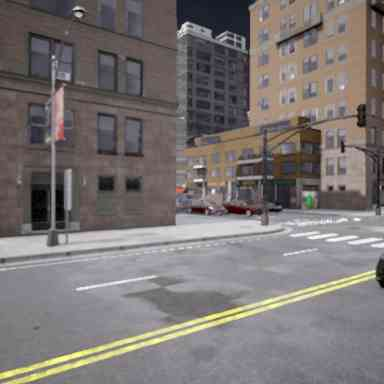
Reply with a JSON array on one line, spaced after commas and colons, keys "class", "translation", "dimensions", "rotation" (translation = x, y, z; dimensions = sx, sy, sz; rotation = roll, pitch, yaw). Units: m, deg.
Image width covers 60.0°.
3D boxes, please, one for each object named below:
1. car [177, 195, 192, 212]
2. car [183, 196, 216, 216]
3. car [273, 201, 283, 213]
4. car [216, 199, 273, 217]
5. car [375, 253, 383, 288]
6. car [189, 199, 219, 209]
[{"class": "car", "translation": [-1.805, 1.418, 36.266], "dimensions": [1.967, 1.590, 4.097], "rotation": [0, 0, -35]}, {"class": "car", "translation": [1.371, 1.419, 31.762], "dimensions": [1.967, 1.590, 4.097], "rotation": [0, 0, -35]}, {"class": "car", "translation": [7.929, 1.575, 36.386], "dimensions": [1.947, 1.339, 4.313], "rotation": [0, 0, -35]}, {"class": "car", "translation": [4.832, 1.467, 31.252], "dimensions": [1.882, 1.535, 5.008], "rotation": [0, 0, -35]}, {"class": "car", "translation": [6.169, 1.562, 7.894], "dimensions": [4.181, 1.385, 1.994], "rotation": [0, 0, -37]}, {"class": "car", "translation": [1.576, 1.589, 45.394], "dimensions": [1.802, 1.307, 4.206], "rotation": [0, 0, -35]}]
